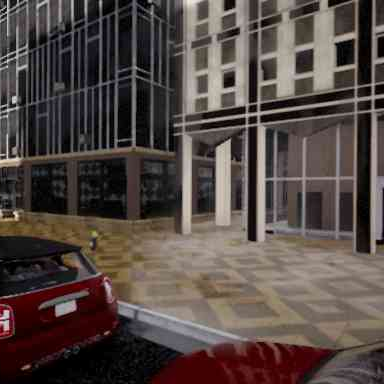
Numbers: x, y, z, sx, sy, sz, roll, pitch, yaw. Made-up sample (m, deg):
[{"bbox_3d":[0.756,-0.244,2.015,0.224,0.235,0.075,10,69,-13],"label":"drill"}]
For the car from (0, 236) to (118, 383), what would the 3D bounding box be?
[{"bbox_3d":[-3.080,1.397,5.119,4.097,1.590,1.967,1,0,36],"label":"car"}]

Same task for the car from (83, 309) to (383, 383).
[{"bbox_3d":[1.491,1.584,1.804,4.206,1.307,1.802,1,0,36],"label":"car"}]
